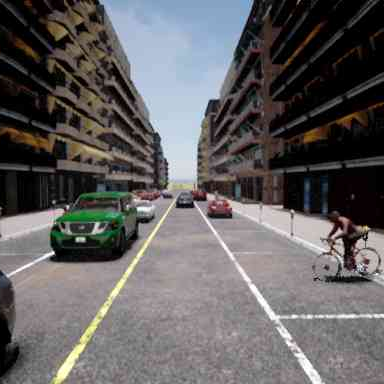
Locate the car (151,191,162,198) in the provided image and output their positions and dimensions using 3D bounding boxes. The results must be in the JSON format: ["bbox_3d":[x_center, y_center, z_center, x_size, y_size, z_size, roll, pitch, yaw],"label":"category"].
[{"bbox_3d":[-7.436,0.450,70.336,1.887,1.381,4.507,-1,1,-1],"label":"car"}]

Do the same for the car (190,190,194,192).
[{"bbox_3d":[-1.107,0.756,49.723,1.812,1.442,4.674,0,1,-2],"label":"car"}]

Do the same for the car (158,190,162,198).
[{"bbox_3d":[-7.154,0.403,59.008,2.192,1.841,5.009,-1,1,-1],"label":"car"}]

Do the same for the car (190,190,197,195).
[{"bbox_3d":[0.371,0.090,93.255,1.947,1.339,4.313,-1,1,-1],"label":"car"}]

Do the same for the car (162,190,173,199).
[{"bbox_3d":[-4.595,0.617,63.373,1.895,1.301,4.718,0,1,-1],"label":"car"}]

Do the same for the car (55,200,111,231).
[{"bbox_3d":[-6.150,1.252,19.378,1.887,1.381,4.507,-1,1,-1],"label":"car"}]

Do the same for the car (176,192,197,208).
[{"bbox_3d":[-0.789,0.991,37.079,1.994,1.385,4.181,0,1,-2],"label":"car"}]

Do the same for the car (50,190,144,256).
[{"bbox_3d":[-3.376,1.030,12.657,2.150,2.045,5.566,0,1,-1],"label":"car"}]

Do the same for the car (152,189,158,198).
[{"bbox_3d":[-7.007,0.722,53.351,1.887,1.381,4.507,-1,1,-1],"label":"car"}]

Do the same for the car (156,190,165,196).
[{"bbox_3d":[-7.721,0.287,81.663,1.947,1.339,4.313,-1,1,-1],"label":"car"}]

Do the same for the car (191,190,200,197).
[{"bbox_3d":[0.770,0.368,76.269,1.947,1.339,4.313,-1,1,-1],"label":"car"}]

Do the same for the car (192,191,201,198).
[{"bbox_3d":[0.907,0.439,70.607,1.887,1.381,4.507,-1,1,-1],"label":"car"}]

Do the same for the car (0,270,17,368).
[{"bbox_3d":[-3.117,1.458,2.290,2.128,1.511,4.902,0,1,-1],"label":"car"}]

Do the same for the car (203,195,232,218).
[{"bbox_3d":[2.051,1.190,25.312,1.802,1.307,4.206,-1,1,-1],"label":"car"}]

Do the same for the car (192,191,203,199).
[{"bbox_3d":[1.050,0.552,64.945,1.947,1.339,4.313,-1,1,-1],"label":"car"}]

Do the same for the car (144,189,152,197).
[{"bbox_3d":[-6.726,0.670,42.022,2.192,1.841,5.009,-1,1,-1],"label":"car"}]

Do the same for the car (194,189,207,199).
[{"bbox_3d":[1.332,0.481,53.616,2.192,1.841,5.009,-1,1,-1],"label":"car"}]

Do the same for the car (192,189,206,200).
[{"bbox_3d":[1.189,0.391,59.279,2.192,1.841,5.009,-1,1,-1],"label":"car"}]

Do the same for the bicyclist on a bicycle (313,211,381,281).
[{"bbox_3d":[3.614,1.252,7.883,1.656,1.620,0.582,-7,1,-1],"label":"bicyclist on a bicycle"}]

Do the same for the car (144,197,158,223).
[{"bbox_3d":[-3.617,1.256,22.585,1.895,1.301,4.718,0,1,-1],"label":"car"}]
